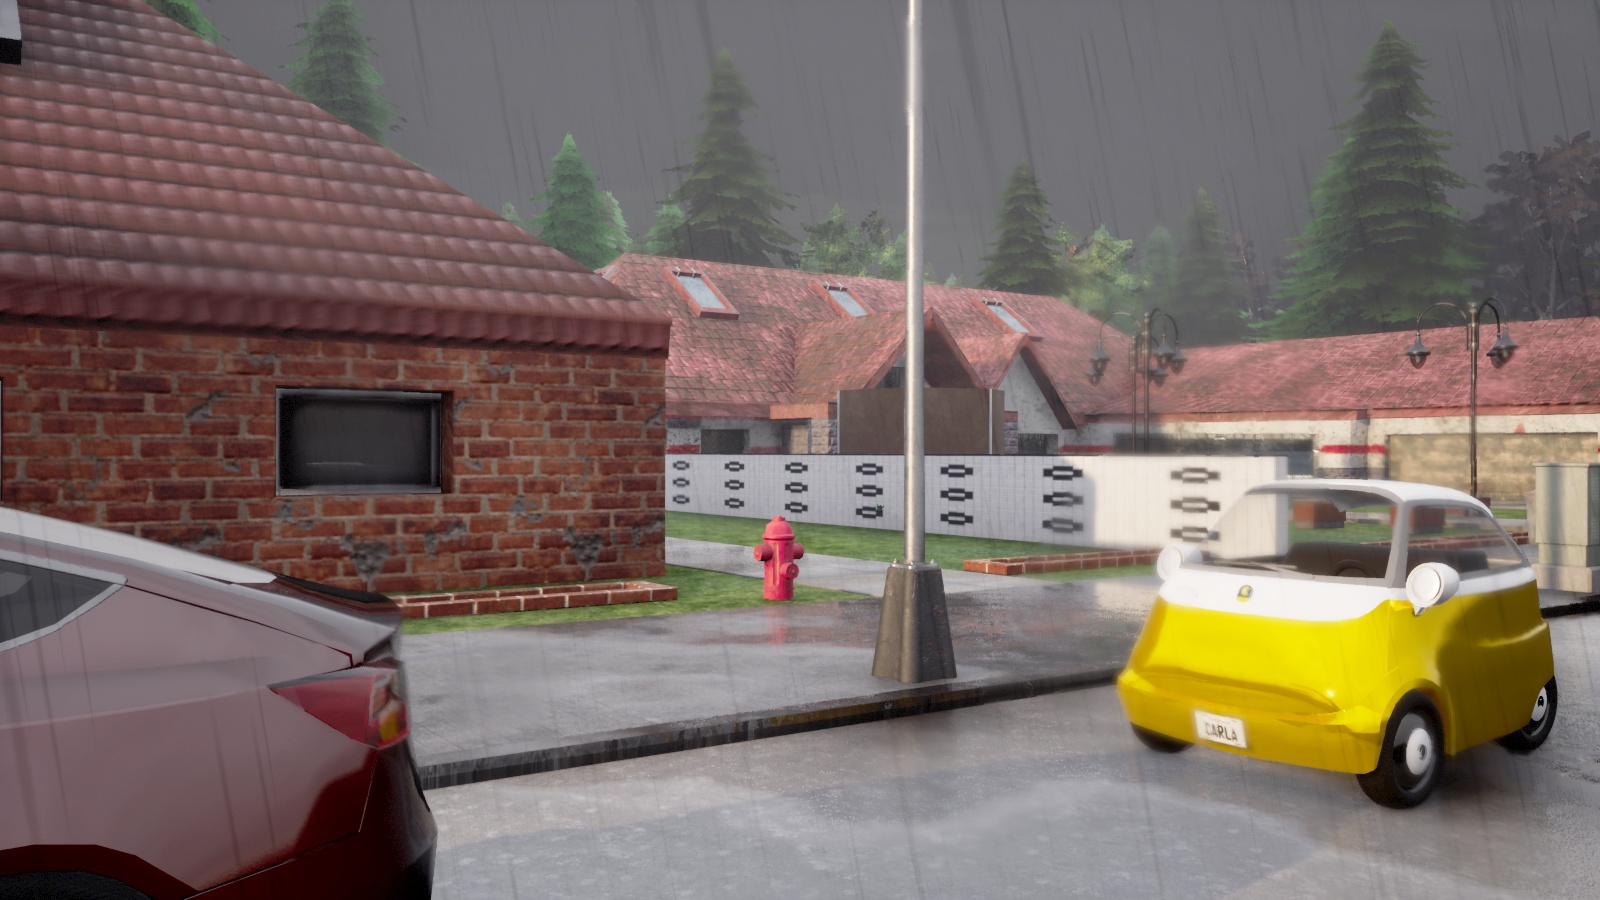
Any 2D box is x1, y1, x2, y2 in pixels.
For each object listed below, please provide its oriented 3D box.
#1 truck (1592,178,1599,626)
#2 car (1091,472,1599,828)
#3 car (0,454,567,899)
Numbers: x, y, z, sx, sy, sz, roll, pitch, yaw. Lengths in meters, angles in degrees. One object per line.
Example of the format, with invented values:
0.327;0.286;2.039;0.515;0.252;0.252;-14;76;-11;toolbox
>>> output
11.095;-0.414;11.998;8.468;3.827;2.891;0;0;-35;truck
2.760;0.809;6.189;2.207;1.376;1.481;0;0;-35;car
-3.070;0.756;2.135;4.792;1.488;2.163;0;0;-35;car
